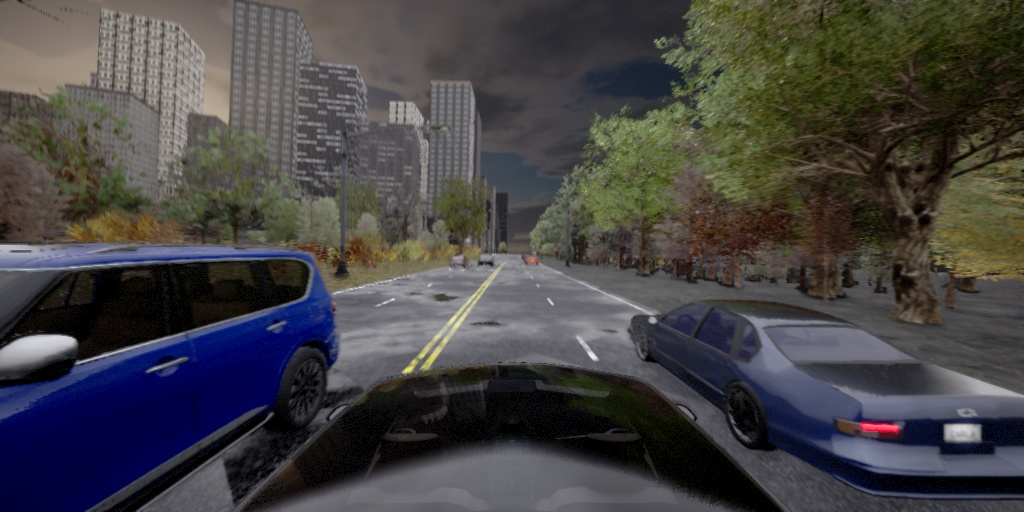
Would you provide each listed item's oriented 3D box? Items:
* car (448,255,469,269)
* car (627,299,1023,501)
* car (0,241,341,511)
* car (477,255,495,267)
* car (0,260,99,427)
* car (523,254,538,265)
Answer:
[{"bbox_3d":[-6.521,0.695,44.179,1.812,1.442,4.674,-4,3,1],"label":"car"},{"bbox_3d":[3.367,1.344,5.199,2.033,1.411,5.357,0,1,0],"label":"car"},{"bbox_3d":[-3.339,0.906,2.503,2.150,2.045,5.566,1,1,0],"label":"car"},{"bbox_3d":[-3.249,0.560,45.464,1.882,1.535,5.008,2,1,1],"label":"car"},{"bbox_3d":[-6.590,0.968,2.523,2.097,1.767,4.553,1,0,0],"label":"car"},{"bbox_3d":[3.408,0.595,61.943,2.097,1.767,4.553,0,1,1],"label":"car"}]
